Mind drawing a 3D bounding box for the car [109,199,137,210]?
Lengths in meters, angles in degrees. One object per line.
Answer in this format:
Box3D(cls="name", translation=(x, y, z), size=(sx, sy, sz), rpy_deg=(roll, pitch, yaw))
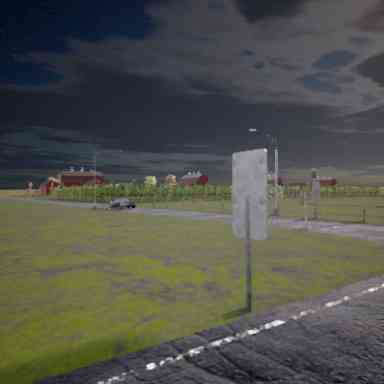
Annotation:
Box3D(cls="car", translation=(-9.110, 1.567, 43.461), size=(2.033, 1.411, 5.357), rpy_deg=(-1, 0, -35))
